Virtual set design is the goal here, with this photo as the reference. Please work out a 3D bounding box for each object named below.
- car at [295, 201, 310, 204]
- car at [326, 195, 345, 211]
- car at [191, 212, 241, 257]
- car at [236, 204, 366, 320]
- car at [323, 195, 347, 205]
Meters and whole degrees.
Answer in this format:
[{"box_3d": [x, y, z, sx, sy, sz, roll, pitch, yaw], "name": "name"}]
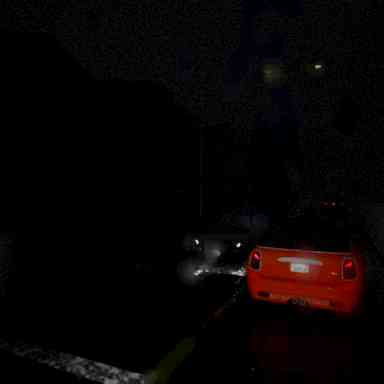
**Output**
[{"box_3d": [10.844, 1.590, 32.727, 1.994, 1.385, 4.181, 1, 0, 24], "name": "car"}, {"box_3d": [19.215, 1.381, 44.500, 2.150, 2.045, 5.566, 1, 0, 24], "name": "car"}, {"box_3d": [1.823, 1.490, 12.655, 2.033, 1.411, 5.357, 1, 0, 24], "name": "car"}, {"box_3d": [2.734, 1.333, 7.710, 2.097, 1.767, 4.553, 1, 0, 24], "name": "car"}, {"box_3d": [14.972, 1.306, 34.926, 2.150, 2.045, 5.566, 1, 0, 25], "name": "car"}]
